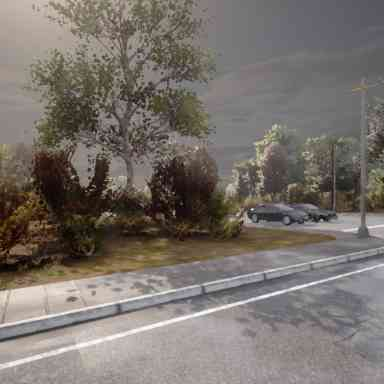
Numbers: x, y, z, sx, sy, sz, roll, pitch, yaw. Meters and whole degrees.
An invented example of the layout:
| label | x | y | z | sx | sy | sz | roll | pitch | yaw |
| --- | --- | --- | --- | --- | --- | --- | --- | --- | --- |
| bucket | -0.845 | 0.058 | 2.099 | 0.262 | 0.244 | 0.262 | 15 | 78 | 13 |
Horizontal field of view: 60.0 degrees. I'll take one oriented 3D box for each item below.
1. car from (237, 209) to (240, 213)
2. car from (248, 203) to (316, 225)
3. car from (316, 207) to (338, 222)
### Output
| label | x | y | z | sx | sy | sz | roll | pitch | yaw |
| --- | --- | --- | --- | --- | --- | --- | --- | --- | --- |
| car | 2.369 | 1.468 | 34.912 | 2.150 | 2.045 | 5.566 | 0 | -1 | -43 |
| car | 6.343 | 1.596 | 24.846 | 1.837 | 1.490 | 4.892 | 0 | -1 | -39 |
| car | 9.000 | 1.640 | 27.173 | 2.033 | 1.411 | 5.357 | 0 | -1 | -39 |
